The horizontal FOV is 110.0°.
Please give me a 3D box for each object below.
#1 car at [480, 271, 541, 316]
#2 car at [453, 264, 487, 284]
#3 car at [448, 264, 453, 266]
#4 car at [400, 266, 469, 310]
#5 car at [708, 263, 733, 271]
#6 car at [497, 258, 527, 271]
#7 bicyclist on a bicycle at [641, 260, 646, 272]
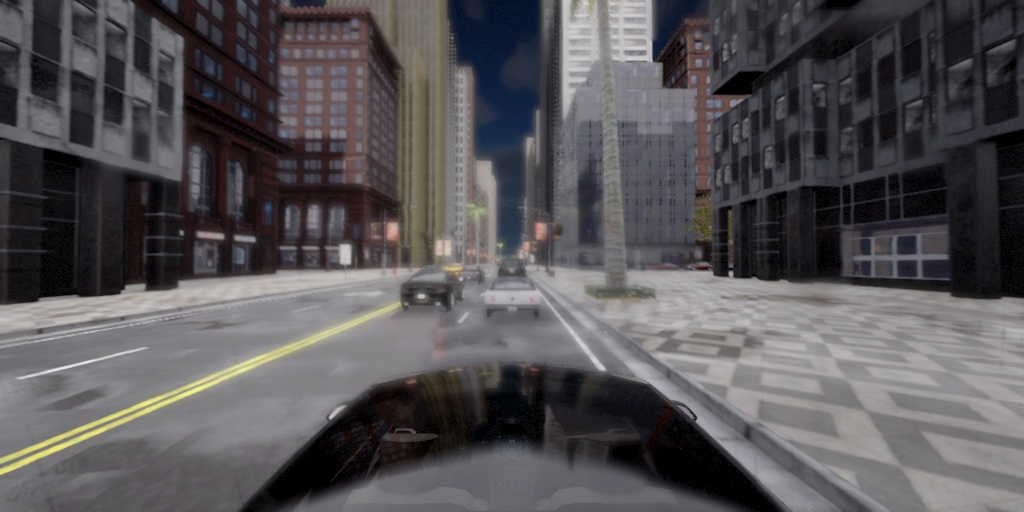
[{"bbox_3d":[0.038,1.440,13.748,1.895,1.301,4.718,0,0,1],"label":"car"},{"bbox_3d":[-3.210,1.482,29.373,2.128,1.511,4.902,0,-1,0],"label":"car"},{"bbox_3d":[-6.566,1.612,40.888,1.882,1.535,5.008,0,-1,0],"label":"car"},{"bbox_3d":[-3.202,1.329,15.262,1.882,1.535,5.008,0,-1,1],"label":"car"},{"bbox_3d":[32.216,1.733,53.422,4.313,1.339,1.948,0,0,-1],"label":"car"},{"bbox_3d":[0.027,1.201,28.195,2.150,2.045,5.566,0,0,1],"label":"car"},{"bbox_3d":[18.380,1.442,50.258,0.582,1.620,1.656,0,-2,-1],"label":"bicyclist on a bicycle"}]
